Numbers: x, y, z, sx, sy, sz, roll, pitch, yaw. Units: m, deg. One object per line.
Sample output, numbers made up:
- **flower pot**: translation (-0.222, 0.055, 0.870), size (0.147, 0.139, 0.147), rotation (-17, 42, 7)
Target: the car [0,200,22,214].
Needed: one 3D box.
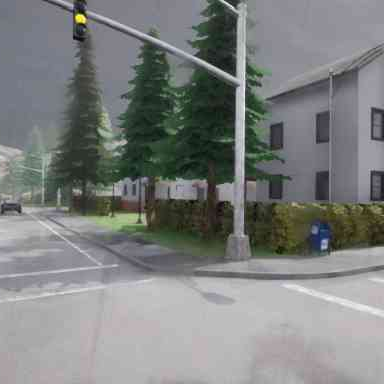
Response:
- **car**: translation (-20.474, 1.658, 37.694), size (1.837, 1.490, 4.892), rotation (1, -1, -32)
